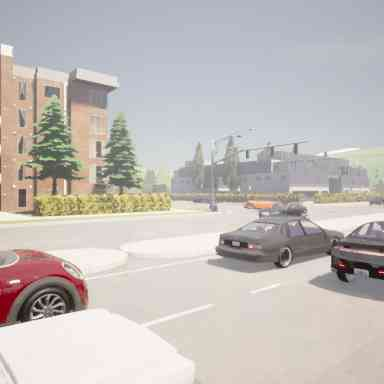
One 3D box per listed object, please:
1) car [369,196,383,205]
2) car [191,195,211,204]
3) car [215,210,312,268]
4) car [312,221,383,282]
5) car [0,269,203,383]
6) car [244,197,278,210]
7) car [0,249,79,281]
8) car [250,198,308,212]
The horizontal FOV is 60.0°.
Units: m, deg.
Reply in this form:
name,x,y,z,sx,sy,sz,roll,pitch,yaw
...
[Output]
name,x,y,z,sx,sy,sz,roll,pitch,yaw
car,32.545,1.508,57.731,4.892,1.490,1.837,0,0,-40
car,1.791,1.354,63.578,2.097,1.767,4.553,0,0,-39
car,3.191,1.548,11.300,5.357,1.411,2.033,0,0,-40
car,5.439,1.492,8.616,4.902,1.511,2.128,0,0,-40
car,-2.165,1.601,2.020,4.718,1.301,1.895,0,0,-40
car,8.694,1.354,40.853,4.553,1.767,2.097,0,0,18
car,-3.982,1.352,5.071,4.553,1.767,2.097,0,0,-40
car,7.059,1.493,25.567,4.902,1.511,2.128,0,0,-42
